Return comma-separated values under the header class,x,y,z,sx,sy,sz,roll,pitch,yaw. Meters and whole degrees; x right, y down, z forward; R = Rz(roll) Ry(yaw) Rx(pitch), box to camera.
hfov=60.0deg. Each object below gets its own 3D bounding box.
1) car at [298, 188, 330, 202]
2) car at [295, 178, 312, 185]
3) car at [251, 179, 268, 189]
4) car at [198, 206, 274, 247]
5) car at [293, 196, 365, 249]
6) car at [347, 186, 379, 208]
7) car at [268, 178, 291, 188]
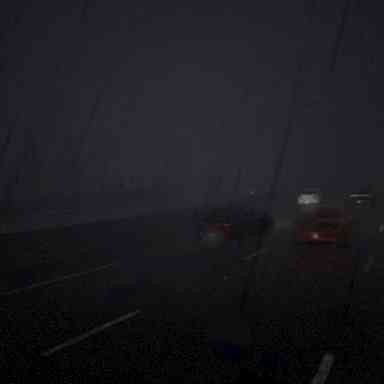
class,x,y,z,sx,sy,sz,roll,pitch,yaw
car,9.913,0.381,26.944,1.812,1.442,4.674,-1,4,33
car,17.618,-1.455,52.359,1.994,1.385,4.181,-1,4,33
car,11.591,-1.369,55.910,1.812,1.442,4.674,-1,4,33
car,2.087,1.352,14.608,2.128,1.511,4.902,-1,2,33
car,5.631,1.232,13.641,1.882,1.535,5.008,-1,3,33
car,12.975,0.279,25.236,2.128,1.511,4.902,-1,4,33
car,14.599,-1.453,54.125,1.837,1.490,4.892,-1,4,33
